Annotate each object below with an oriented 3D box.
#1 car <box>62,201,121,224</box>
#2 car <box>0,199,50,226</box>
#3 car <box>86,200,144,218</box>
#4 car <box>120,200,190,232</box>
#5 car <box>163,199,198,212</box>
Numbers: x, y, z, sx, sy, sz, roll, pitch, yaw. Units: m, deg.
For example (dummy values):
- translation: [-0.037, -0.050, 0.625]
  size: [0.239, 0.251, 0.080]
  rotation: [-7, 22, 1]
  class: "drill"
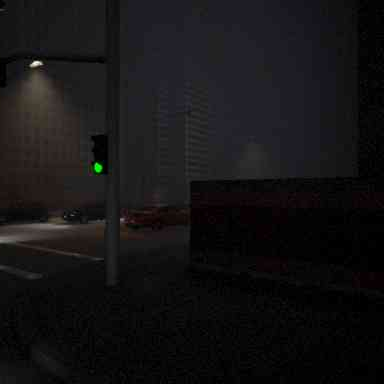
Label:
- translation: [-7.400, 1.505, 25.121]
  size: [1.837, 1.490, 4.892]
  rotation: [0, 0, 36]
  class: "car"
- translation: [-12.662, 1.352, 23.793]
  size: [2.097, 1.767, 4.553]
  rotation: [0, 0, 36]
  class: "car"
- translation: [-7.121, 1.547, 31.478]
  size: [2.033, 1.411, 5.357]
  rotation: [0, 0, 36]
  class: "car"
- translation: [-1.842, 1.477, 20.509]
  size: [1.882, 1.535, 5.008]
  rotation: [0, 0, 36]
  class: "car"
- translation: [-1.322, 1.564, 39.470]
  size: [1.994, 1.385, 4.181]
  rotation: [0, 0, 36]
  class: "car"
